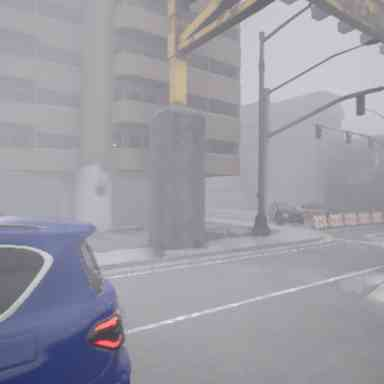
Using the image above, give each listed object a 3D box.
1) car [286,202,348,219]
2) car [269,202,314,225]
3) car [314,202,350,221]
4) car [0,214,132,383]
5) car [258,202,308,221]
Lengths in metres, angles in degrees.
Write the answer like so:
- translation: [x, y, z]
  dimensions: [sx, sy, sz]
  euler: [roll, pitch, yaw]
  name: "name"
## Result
- translation: [10.394, 1.484, 27.722]
  dimensions: [4.536, 1.218, 1.853]
  euler: [0, 0, 34]
  name: "car"
- translation: [6.867, 1.610, 25.532]
  dimensions: [2.038, 1.542, 4.974]
  euler: [0, 0, -11]
  name: "car"
- translation: [10.436, 1.642, 27.692]
  dimensions: [4.974, 1.542, 2.038]
  euler: [0, 0, 34]
  name: "car"
- translation: [-3.085, 1.209, 1.798]
  dimensions: [5.566, 2.045, 2.150]
  euler: [1, 0, -36]
  name: "car"
- translation: [6.858, 1.452, 25.584]
  dimensions: [1.853, 1.218, 4.536]
  euler: [0, 0, -11]
  name: "car"
